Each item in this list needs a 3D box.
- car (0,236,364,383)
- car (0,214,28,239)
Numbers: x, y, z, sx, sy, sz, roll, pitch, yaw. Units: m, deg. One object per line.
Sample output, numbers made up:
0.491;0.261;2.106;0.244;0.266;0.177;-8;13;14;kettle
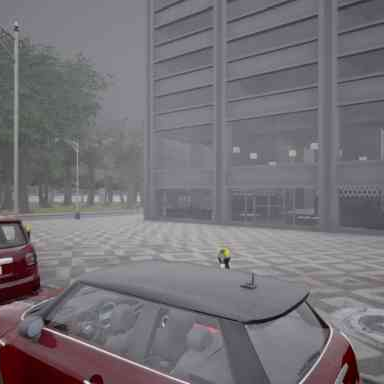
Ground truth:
-0.584;1.440;3.376;4.097;1.590;1.967;0;0;35;car
-5.015;1.315;6.528;5.009;1.841;2.192;0;0;35;car
